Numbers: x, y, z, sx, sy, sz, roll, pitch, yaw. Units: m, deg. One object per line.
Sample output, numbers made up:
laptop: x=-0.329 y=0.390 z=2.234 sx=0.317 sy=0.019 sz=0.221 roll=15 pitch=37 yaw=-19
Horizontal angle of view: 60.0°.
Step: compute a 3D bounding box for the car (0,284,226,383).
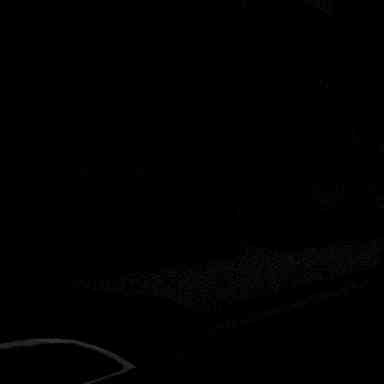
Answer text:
car: x=-2.002 y=1.487 z=1.951 sx=4.902 sy=1.511 sz=2.128 roll=1 pitch=0 yaw=-35
